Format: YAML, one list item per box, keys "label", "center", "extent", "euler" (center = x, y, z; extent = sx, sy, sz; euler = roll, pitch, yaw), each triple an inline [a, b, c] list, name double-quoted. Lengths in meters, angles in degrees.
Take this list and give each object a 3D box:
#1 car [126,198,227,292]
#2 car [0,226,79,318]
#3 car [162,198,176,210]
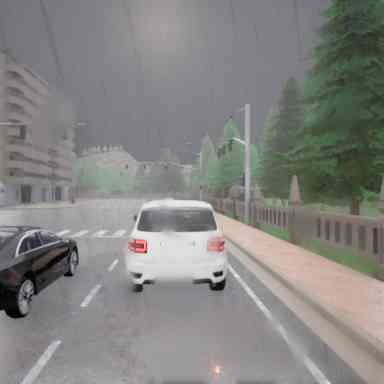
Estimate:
- label: "car"
  center: [-0.455, 1.220, 9.090]
  extent: [2.150, 2.045, 5.566]
  euler: [0, 0, -4]
- label: "car"
  center: [-3.951, 1.491, 7.317]
  extent: [2.128, 1.511, 4.902]
  euler: [0, 0, -3]
- label: "car"
  center: [-3.060, 1.520, 44.331]
  extent: [1.812, 1.442, 4.674]
  euler: [0, 0, -4]
